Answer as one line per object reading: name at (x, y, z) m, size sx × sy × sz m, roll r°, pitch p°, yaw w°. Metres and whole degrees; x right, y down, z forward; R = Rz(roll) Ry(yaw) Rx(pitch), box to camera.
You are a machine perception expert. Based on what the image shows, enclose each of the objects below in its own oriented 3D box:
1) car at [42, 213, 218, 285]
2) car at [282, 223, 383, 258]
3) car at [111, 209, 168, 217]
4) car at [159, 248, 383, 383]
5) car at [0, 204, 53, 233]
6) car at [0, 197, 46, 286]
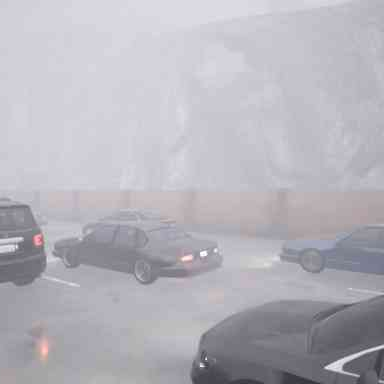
car at (-1.762, 1.545, 9.530) m, size 5.357 × 1.411 × 2.033 m, roll 0°, pitch 0°, yaw 35°
car at (5.167, 1.547, 8.911) m, size 5.357 × 1.411 × 2.033 m, roll 0°, pitch 0°, yaw 35°
car at (-2.785, 1.501, 14.555) m, size 4.892 × 1.490 × 1.837 m, roll 0°, pitch 0°, yaw 35°
car at (2.247, 1.505, 2.445) m, size 4.892 × 1.490 × 1.837 m, roll 0°, pitch 0°, yaw 35°
car at (-11.011, 1.540, 20.402) m, size 5.357 × 1.411 × 2.033 m, roll 0°, pitch 0°, yaw 35°
car at (-5.865, 1.218, 8.155) m, size 5.566 × 2.045 × 2.150 m, roll 0°, pitch 0°, yaw 35°
